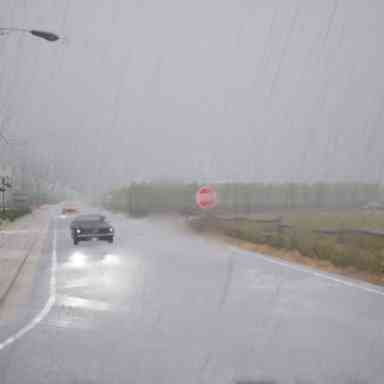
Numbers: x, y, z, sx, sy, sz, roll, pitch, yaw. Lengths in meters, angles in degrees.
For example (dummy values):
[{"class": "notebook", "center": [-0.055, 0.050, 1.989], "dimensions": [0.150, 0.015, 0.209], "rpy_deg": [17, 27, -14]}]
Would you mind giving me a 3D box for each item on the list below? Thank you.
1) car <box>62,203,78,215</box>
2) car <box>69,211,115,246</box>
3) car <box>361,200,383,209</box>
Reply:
[{"class": "car", "center": [-16.506, 2.232, 45.217], "dimensions": [1.882, 1.535, 5.008], "rpy_deg": [0, -1, -22]}, {"class": "car", "center": [-5.207, 1.883, 17.198], "dimensions": [1.895, 1.301, 4.718], "rpy_deg": [0, -1, -21]}, {"class": "car", "center": [23.926, 1.843, 42.831], "dimensions": [4.902, 1.511, 2.128], "rpy_deg": [0, -1, -22]}]
